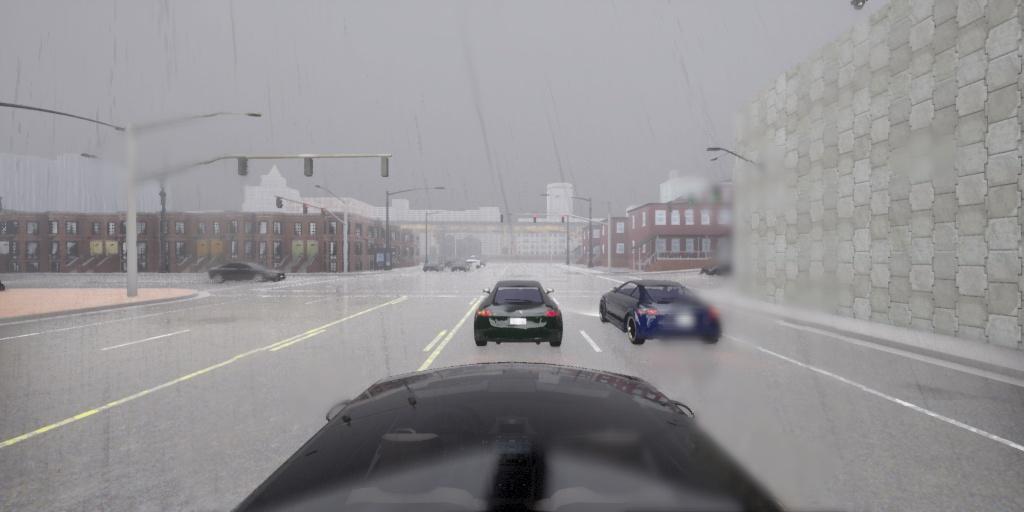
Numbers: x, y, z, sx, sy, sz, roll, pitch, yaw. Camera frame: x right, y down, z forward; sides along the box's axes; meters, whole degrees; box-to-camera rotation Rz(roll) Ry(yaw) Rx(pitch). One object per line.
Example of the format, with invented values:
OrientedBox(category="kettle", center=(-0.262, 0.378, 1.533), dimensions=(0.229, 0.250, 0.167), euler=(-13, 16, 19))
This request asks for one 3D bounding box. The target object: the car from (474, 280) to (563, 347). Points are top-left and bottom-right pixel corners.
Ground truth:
OrientedBox(category="car", center=(0.166, 1.314, 9.388), dimensions=(1.994, 1.385, 4.181), euler=(0, 0, 1))

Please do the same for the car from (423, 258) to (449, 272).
OrientedBox(category="car", center=(-10.036, 1.297, 46.488), dimensions=(2.033, 1.411, 5.357), euler=(0, 0, 1))

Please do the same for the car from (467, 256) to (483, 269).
OrientedBox(category="car", center=(-6.388, 0.971, 57.982), dimensions=(2.150, 2.045, 5.566), euler=(0, 0, 1))

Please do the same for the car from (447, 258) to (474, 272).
OrientedBox(category="car", center=(-6.541, 1.297, 46.215), dimensions=(2.033, 1.411, 5.357), euler=(0, 0, 1))

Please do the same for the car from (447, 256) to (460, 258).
OrientedBox(category="car", center=(-9.861, 0.973, 59.402), dimensions=(2.150, 2.045, 5.566), euler=(0, 0, 1))

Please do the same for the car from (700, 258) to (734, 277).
OrientedBox(category="car", center=(18.541, 0.856, 29.637), dimensions=(5.357, 1.411, 2.033), euler=(-5, 0, 1))

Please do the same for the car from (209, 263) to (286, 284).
OrientedBox(category="car", center=(-19.313, 1.255, 26.285), dimensions=(4.892, 1.490, 1.837), euler=(0, 0, 1))

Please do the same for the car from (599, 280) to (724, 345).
OrientedBox(category="car", center=(3.670, 1.314, 9.546), dimensions=(1.994, 1.385, 4.181), euler=(0, 0, 1))

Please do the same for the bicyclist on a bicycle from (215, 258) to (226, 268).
OrientedBox(category="bicyclist on a bicycle", center=(-30.380, 1.053, 37.372), dimensions=(0.582, 1.620, 1.656), euler=(0, 0, 1))
